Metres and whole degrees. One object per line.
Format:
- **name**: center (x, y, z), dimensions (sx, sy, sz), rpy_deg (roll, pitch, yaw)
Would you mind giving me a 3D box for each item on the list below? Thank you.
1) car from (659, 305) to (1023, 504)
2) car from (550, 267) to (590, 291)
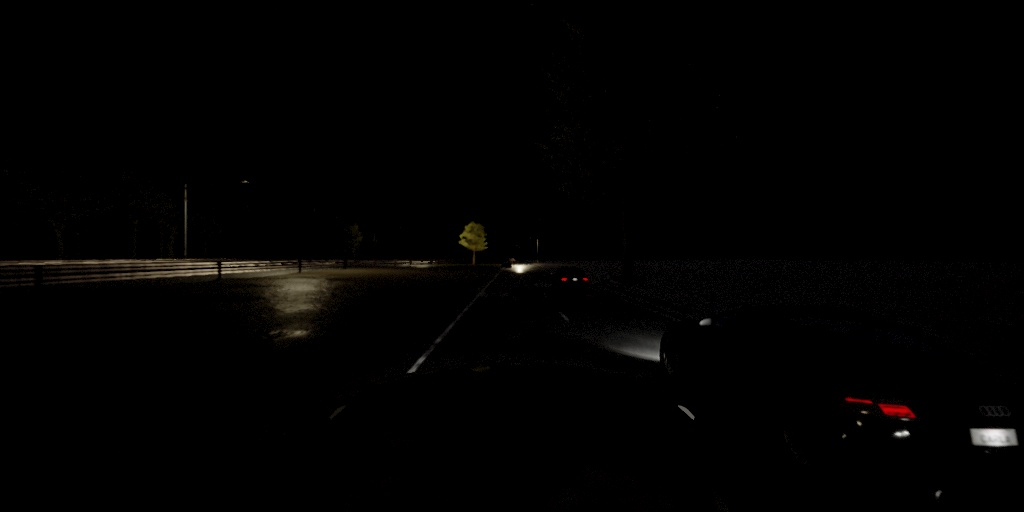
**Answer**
- **car**: center (3.594, 1.320, 4.680), dimensions (1.994, 1.385, 4.181), rpy_deg (0, 0, 0)
- **car**: center (3.592, 1.401, 22.936), dimensions (2.033, 1.411, 5.357), rpy_deg (0, -1, 0)
